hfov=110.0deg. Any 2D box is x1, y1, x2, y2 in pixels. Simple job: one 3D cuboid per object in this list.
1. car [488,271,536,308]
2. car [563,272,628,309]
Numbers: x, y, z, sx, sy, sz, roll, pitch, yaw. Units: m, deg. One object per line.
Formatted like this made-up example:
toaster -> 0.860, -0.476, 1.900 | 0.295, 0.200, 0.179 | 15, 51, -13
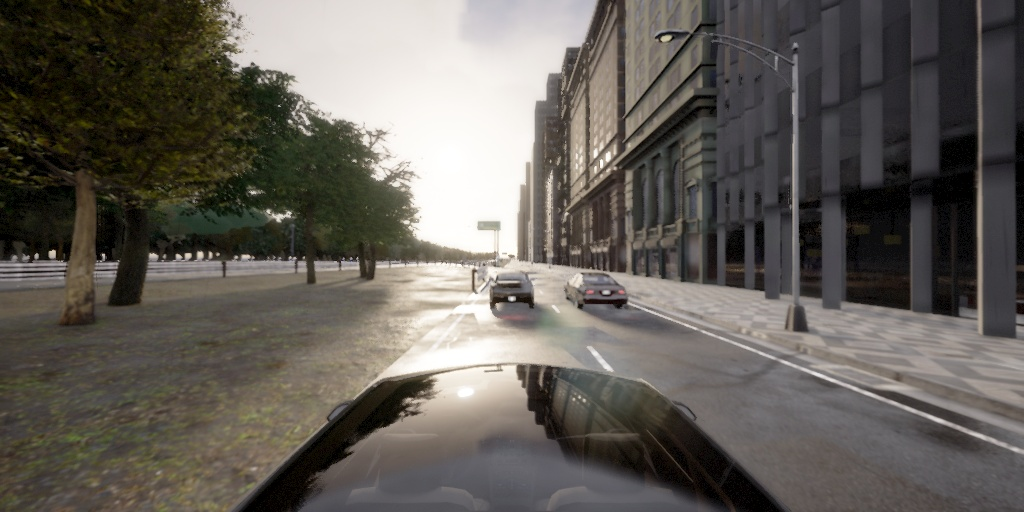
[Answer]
car -> 0.005, 1.393, 16.157 | 1.837, 1.490, 4.892 | 0, 0, 0
car -> 3.502, 1.430, 15.836 | 2.033, 1.411, 5.357 | 0, -1, 0
